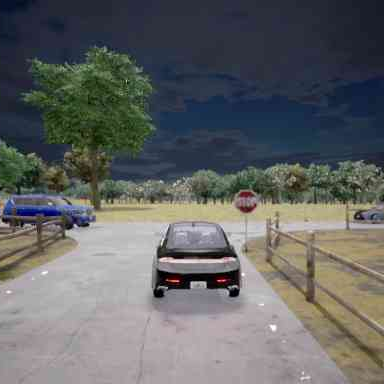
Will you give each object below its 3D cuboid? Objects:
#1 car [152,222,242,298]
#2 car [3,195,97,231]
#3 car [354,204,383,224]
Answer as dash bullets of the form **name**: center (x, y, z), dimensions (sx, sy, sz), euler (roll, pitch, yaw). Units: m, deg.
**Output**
- **car**: center (0.049, 1.505, 8.545), dimensions (2.128, 1.511, 4.902), euler (0, 0, -2)
- **car**: center (-8.688, 1.222, 20.320), dimensions (5.566, 2.045, 2.150), euler (-1, -2, 12)
- **car**: center (13.995, 1.569, 23.992), dimensions (4.181, 1.385, 1.994), euler (0, -2, 1)
